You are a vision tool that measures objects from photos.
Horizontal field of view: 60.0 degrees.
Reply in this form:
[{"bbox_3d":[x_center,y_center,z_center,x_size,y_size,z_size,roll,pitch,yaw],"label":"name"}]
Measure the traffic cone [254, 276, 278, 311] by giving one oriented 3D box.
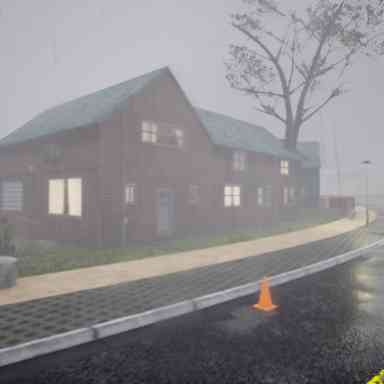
[{"bbox_3d":[1.443,1.951,6.517,0.340,0.580,0.340,0,0,-40],"label":"traffic cone"}]
